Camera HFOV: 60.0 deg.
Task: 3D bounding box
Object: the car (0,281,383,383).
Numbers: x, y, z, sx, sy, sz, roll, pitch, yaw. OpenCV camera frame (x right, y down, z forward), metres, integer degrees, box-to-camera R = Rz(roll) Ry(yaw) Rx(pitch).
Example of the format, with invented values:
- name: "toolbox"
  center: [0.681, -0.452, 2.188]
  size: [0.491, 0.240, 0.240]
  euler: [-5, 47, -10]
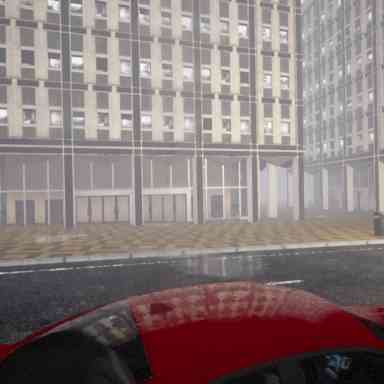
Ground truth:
- name: "car"
  center: [0.579, 1.477, 2.400]
  size: [5.008, 1.535, 1.882]
  euler: [0, 0, -18]
